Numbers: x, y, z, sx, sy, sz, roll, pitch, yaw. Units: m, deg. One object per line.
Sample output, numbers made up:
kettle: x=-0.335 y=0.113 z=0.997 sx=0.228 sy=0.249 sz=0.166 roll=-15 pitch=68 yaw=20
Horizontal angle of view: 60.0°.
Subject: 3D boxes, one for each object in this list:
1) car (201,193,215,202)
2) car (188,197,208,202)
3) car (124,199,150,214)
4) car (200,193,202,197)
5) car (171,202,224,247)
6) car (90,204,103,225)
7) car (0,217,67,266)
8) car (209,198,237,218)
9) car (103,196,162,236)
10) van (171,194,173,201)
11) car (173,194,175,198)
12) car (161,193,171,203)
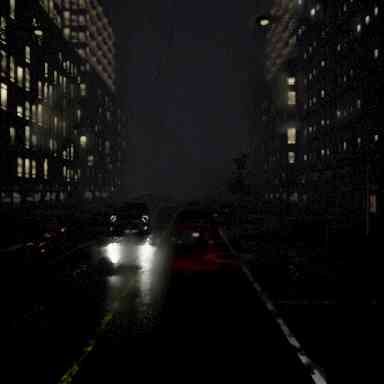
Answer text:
car: x=2.846 y=1.248 z=51.140 sx=1.967 sy=1.590 sz=4.097 roll=0 pitch=0 yaw=0
car: x=0.194 y=1.446 z=32.100 sx=1.994 sy=1.385 sz=4.181 roll=0 pitch=0 yaw=0
car: x=-5.587 y=1.417 z=34.104 sx=1.887 sy=1.381 sz=4.507 roll=0 pitch=0 yaw=0
car: x=2.879 y=1.343 z=62.525 sx=1.802 sy=1.307 sz=4.206 roll=0 pitch=0 yaw=0
car: x=0.142 y=1.425 z=14.792 sx=1.882 sy=1.535 sz=5.008 roll=0 pitch=0 yaw=0
car: x=-5.622 y=1.466 z=22.720 sx=2.008 sy=1.369 sz=4.403 roll=0 pitch=0 yaw=0
car: x=-5.656 y=1.539 z=11.334 sx=1.802 sy=1.307 sz=4.206 roll=0 pitch=0 yaw=0
car: x=2.776 y=1.464 z=28.374 sx=1.947 sy=1.339 sz=4.313 roll=0 pitch=0 yaw=0
car: x=-3.039 y=1.285 z=18.028 sx=2.097 sy=1.767 sz=4.553 roll=0 pitch=0 yaw=0
van: x=-5.482 y=1.074 z=68.256 sx=1.690 sy=1.788 sz=3.998 roll=0 pitch=0 yaw=0
car: x=-5.466 y=1.274 z=73.950 sx=1.947 sy=1.339 sz=4.313 roll=0 pitch=0 yaw=0
car: x=-5.500 y=1.197 z=62.564 sx=1.967 sy=1.590 sz=4.097 roll=0 pitch=0 yaw=0
